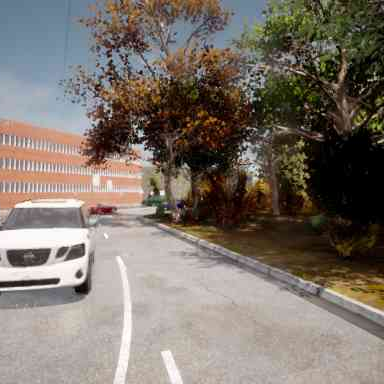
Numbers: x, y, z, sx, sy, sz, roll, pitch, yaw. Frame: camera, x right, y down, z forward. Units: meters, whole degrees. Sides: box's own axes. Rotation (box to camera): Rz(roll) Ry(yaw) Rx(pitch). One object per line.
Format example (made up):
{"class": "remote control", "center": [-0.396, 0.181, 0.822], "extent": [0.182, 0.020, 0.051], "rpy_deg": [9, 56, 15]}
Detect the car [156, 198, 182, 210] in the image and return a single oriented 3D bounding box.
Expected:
{"class": "car", "center": [-2.684, 1.894, 45.915], "extent": [1.895, 1.301, 4.718], "rpy_deg": [0, 0, 21]}

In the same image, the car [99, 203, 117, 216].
{"class": "car", "center": [-9.746, 1.802, 35.156], "extent": [1.895, 1.301, 4.718], "rpy_deg": [0, 0, 13]}

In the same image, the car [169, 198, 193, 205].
{"class": "car", "center": [-2.261, 1.919, 69.340], "extent": [4.674, 1.452, 2.002], "rpy_deg": [0, 0, 20]}

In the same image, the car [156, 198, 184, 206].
{"class": "car", "center": [-4.219, 1.857, 64.040], "extent": [5.008, 1.535, 2.097], "rpy_deg": [0, 0, 20]}

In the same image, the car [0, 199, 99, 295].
{"class": "car", "center": [-3.775, 1.239, 8.919], "extent": [2.150, 2.045, 5.566], "rpy_deg": [0, 0, -14]}

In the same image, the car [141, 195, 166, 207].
{"class": "car", "center": [-6.197, 1.579, 58.746], "extent": [5.566, 2.045, 2.435], "rpy_deg": [0, 0, 20]}
